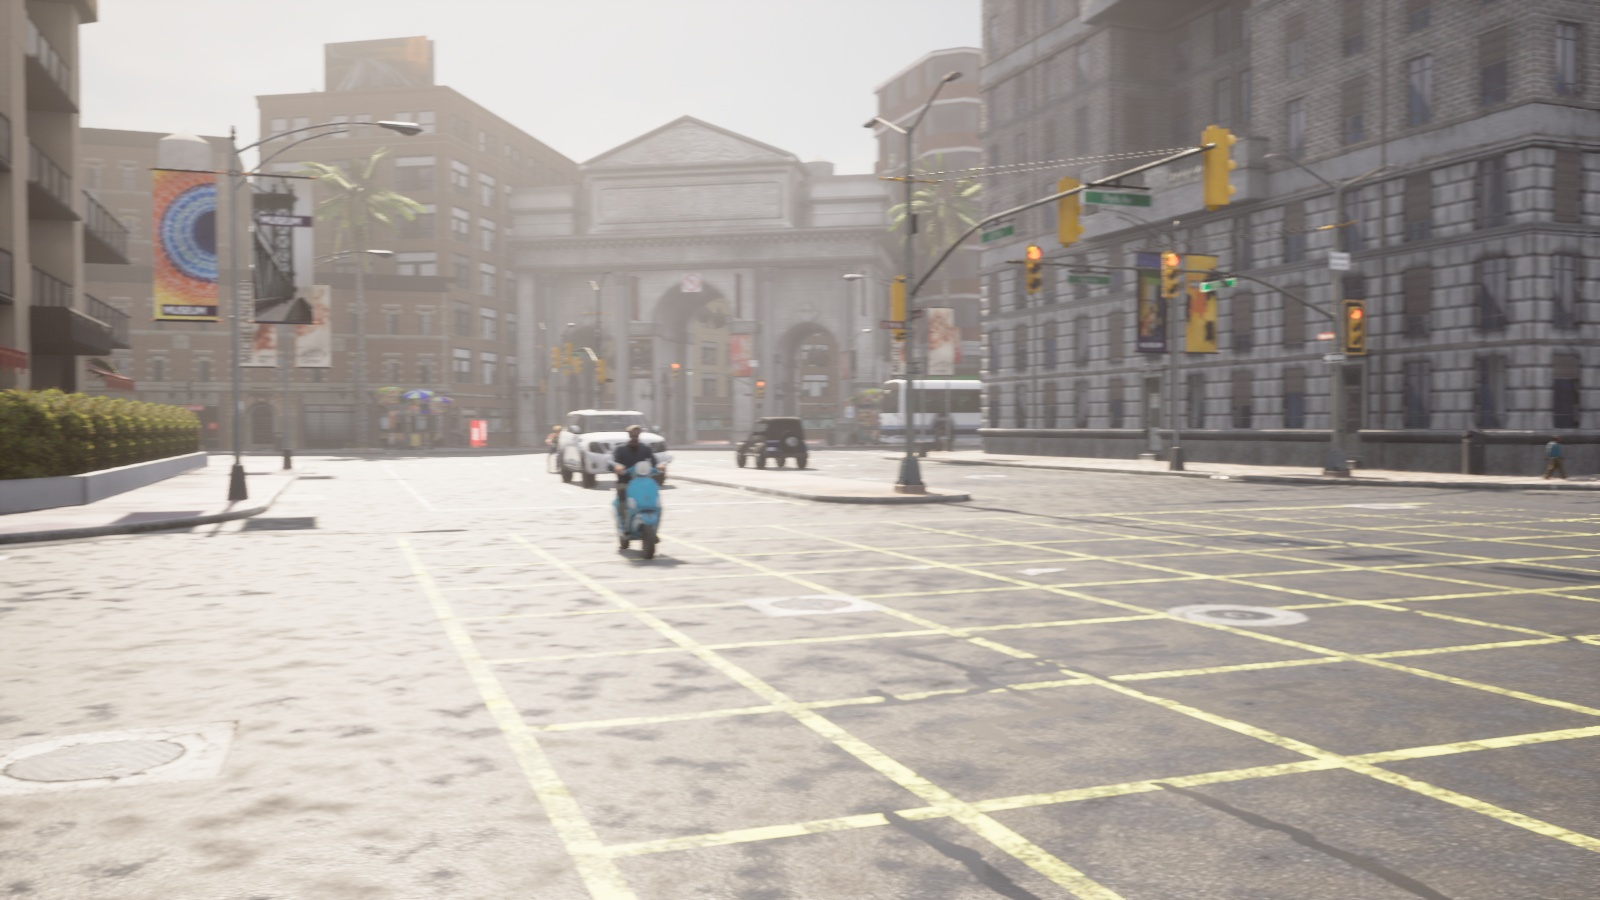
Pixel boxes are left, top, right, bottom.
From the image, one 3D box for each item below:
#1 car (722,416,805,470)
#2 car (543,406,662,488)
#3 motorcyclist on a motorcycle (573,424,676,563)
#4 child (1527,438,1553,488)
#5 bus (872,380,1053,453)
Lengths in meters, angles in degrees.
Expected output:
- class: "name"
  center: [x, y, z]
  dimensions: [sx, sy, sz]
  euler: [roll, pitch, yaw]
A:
- class: "car"
  center: [-1.406, -0.284, 46.242]
  dimensions: [1.905, 1.878, 3.866]
  euler: [0, 1, -20]
- class: "car"
  center: [-5.492, -0.138, 34.281]
  dimensions: [2.150, 2.045, 5.566]
  euler: [0, 1, -20]
- class: "motorcyclist on a motorcycle"
  center: [-2.172, 0.474, 15.330]
  dimensions: [0.866, 1.590, 1.817]
  euler: [0, 1, -20]
- class: "child"
  center: [18.039, 0.308, 30.620]
  dimensions: [0.343, 1.192, 0.448]
  euler: [-1, 1, -41]
- class: "bus"
  center: [9.926, -2.023, 76.663]
  dimensions: [10.273, 4.253, 3.944]
  euler: [0, 1, -20]
